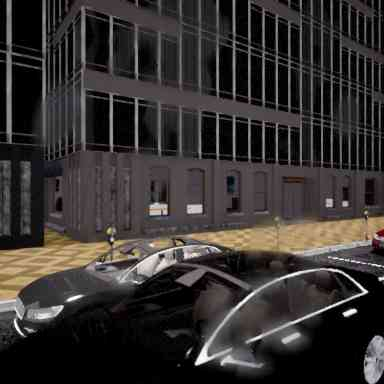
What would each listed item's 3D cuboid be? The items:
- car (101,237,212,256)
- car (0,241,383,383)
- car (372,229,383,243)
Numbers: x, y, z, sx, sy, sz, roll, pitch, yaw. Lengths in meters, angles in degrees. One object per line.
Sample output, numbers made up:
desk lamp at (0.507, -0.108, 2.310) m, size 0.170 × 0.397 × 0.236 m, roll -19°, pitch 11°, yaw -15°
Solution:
car at (-0.737, 1.551, 6.035) m, size 4.403 × 1.369 × 2.008 m, roll 0°, pitch 0°, yaw -36°
car at (0.420, 1.505, 3.679) m, size 4.892 × 1.490 × 1.837 m, roll 0°, pitch 0°, yaw -36°
car at (8.529, 1.582, 12.649) m, size 4.206 × 1.307 × 1.802 m, roll 0°, pitch 0°, yaw -36°
